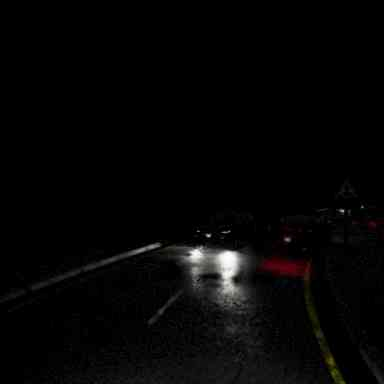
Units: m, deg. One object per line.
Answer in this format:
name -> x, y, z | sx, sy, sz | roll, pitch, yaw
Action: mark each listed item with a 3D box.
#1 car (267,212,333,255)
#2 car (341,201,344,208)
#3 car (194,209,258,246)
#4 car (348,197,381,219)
car -> 4.759, 1.607, 14.241 | 1.882, 1.535, 5.008 | 0, 0, 31
car -> 24.069, 1.411, 50.259 | 2.150, 2.045, 5.566 | 0, 0, 34
car -> 1.786, 1.610, 16.056 | 1.837, 1.490, 4.892 | 0, 0, 27
car -> 17.320, 1.499, 33.086 | 2.150, 2.045, 5.566 | 0, 0, 34
